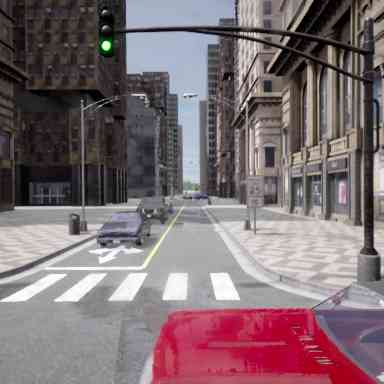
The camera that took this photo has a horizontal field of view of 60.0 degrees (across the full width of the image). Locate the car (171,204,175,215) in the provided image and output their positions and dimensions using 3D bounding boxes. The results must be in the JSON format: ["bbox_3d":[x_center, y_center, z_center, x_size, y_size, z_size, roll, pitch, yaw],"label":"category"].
[{"bbox_3d":[-3.060,1.710,36.789,1.812,1.442,4.674,0,0,0],"label":"car"}]

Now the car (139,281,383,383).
[{"bbox_3d":[1.896,1.587,2.994,4.718,1.301,1.895,0,1,0],"label":"car"}]

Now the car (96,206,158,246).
[{"bbox_3d":[-3.096,1.655,16.239,2.033,1.411,5.357,0,0,0],"label":"car"}]

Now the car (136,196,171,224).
[{"bbox_3d":[-3.085,1.367,26.458,2.150,2.045,5.566,0,0,0],"label":"car"}]
